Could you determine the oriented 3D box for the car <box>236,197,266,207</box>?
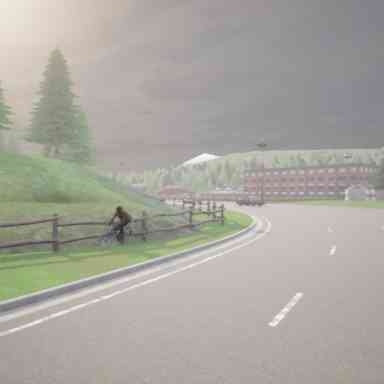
[{"bbox_3d":[9.419,1.564,53.386,2.033,1.411,5.357,0,0,-33],"label":"car"}]

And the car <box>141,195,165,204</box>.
[{"bbox_3d":[-7.171,1.612,63.709,1.895,1.301,4.718,0,0,-40],"label":"car"}]

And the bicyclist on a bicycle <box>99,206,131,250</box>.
[{"bbox_3d":[-2.675,1.259,12.098,0.582,1.620,1.656,25,19,25],"label":"bicyclist on a bicycle"}]

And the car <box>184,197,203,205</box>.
[{"bbox_3d":[0.183,1.578,60.095,1.994,1.385,4.181,0,0,-39],"label":"car"}]
